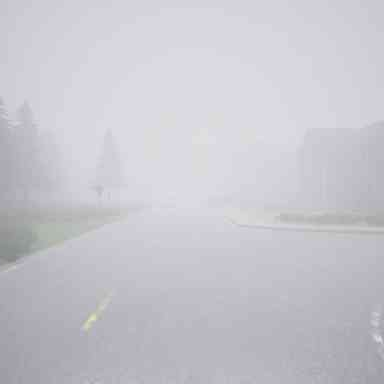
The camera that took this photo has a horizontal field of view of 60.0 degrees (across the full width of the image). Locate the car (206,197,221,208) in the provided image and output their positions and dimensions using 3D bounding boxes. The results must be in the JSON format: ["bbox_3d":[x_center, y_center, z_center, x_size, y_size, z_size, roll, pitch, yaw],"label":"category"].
[{"bbox_3d":[2.973,1.398,46.881,1.816,1.474,4.193,-6,0,-2],"label":"car"}]

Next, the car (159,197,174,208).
[{"bbox_3d":[-3.583,1.468,47.190,1.812,1.442,4.674,0,0,0],"label":"car"}]

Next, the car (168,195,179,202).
[{"bbox_3d":[-3.498,1.236,63.603,1.895,1.301,4.718,0,0,0],"label":"car"}]
